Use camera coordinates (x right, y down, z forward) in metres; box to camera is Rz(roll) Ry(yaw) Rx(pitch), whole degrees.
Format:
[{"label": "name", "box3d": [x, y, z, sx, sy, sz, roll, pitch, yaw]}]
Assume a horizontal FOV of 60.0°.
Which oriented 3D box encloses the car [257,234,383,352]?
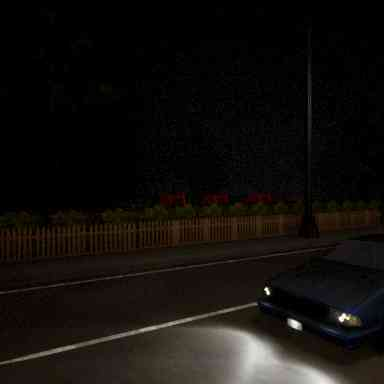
[{"label": "car", "box3d": [3.766, 1.547, 6.268, 5.357, 1.411, 2.033, 0, 0, -32]}]
